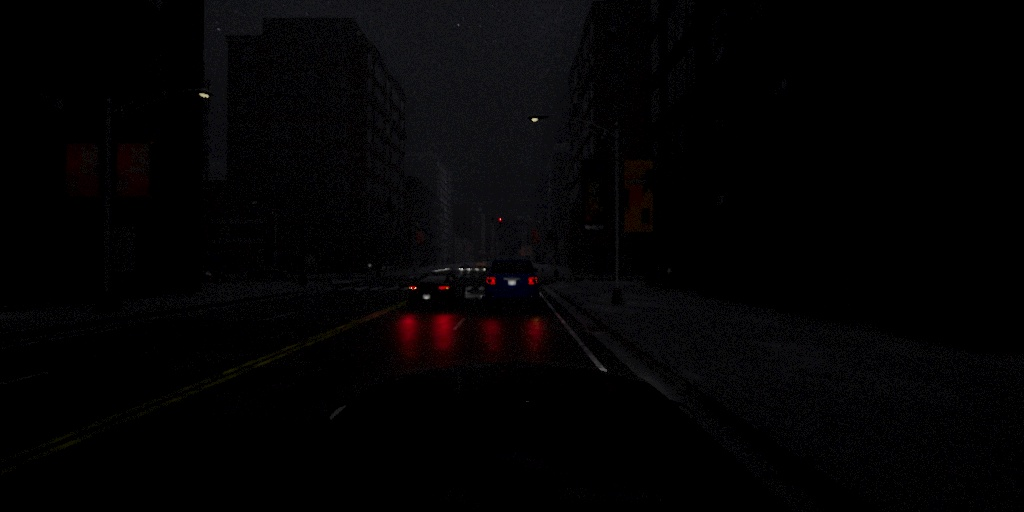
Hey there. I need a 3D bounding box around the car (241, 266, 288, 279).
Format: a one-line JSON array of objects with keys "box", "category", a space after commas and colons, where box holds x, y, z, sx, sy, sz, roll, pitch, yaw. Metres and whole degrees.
[{"box": [-25.374, 1.657, 36.825, 4.313, 1.339, 1.948, 0, 0, 0], "category": "car"}]

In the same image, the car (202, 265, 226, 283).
[{"box": [-25.415, 1.425, 28.801, 4.097, 1.591, 1.967, 0, 0, 0], "category": "car"}]

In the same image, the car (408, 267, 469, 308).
[{"box": [-3.246, 1.409, 15.985, 1.812, 1.442, 4.674, 0, -1, 0], "category": "car"}]

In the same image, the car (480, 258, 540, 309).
[{"box": [0.002, 1.098, 15.860, 2.150, 2.045, 5.566, 0, 0, 0], "category": "car"}]
